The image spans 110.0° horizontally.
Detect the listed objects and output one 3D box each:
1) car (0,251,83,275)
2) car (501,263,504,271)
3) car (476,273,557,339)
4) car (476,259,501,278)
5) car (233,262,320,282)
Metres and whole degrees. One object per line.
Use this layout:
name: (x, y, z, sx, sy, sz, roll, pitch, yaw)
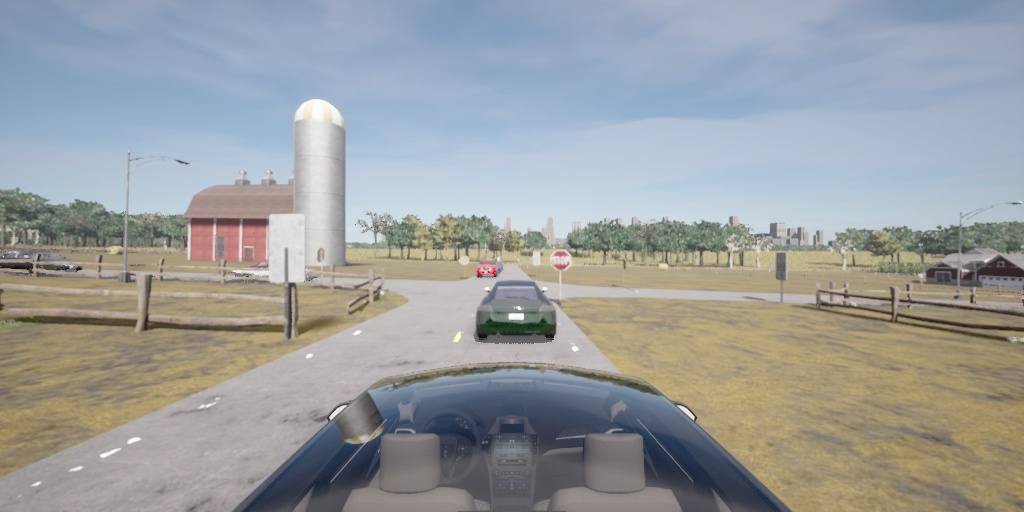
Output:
car: (-31.636, 0.420, 23.843, 4.902, 1.511, 2.128, 2, 0, 0)
car: (-2.697, 1.920, 57.417, 1.882, 1.535, 5.008, 0, -1, 0)
car: (0.113, 1.364, 10.205, 1.994, 1.385, 4.181, 0, 0, 0)
car: (-2.754, 1.391, 40.576, 2.150, 2.045, 5.566, 0, -1, 0)
car: (-15.456, 1.071, 23.807, 4.718, 1.301, 1.895, 2, 0, -1)
